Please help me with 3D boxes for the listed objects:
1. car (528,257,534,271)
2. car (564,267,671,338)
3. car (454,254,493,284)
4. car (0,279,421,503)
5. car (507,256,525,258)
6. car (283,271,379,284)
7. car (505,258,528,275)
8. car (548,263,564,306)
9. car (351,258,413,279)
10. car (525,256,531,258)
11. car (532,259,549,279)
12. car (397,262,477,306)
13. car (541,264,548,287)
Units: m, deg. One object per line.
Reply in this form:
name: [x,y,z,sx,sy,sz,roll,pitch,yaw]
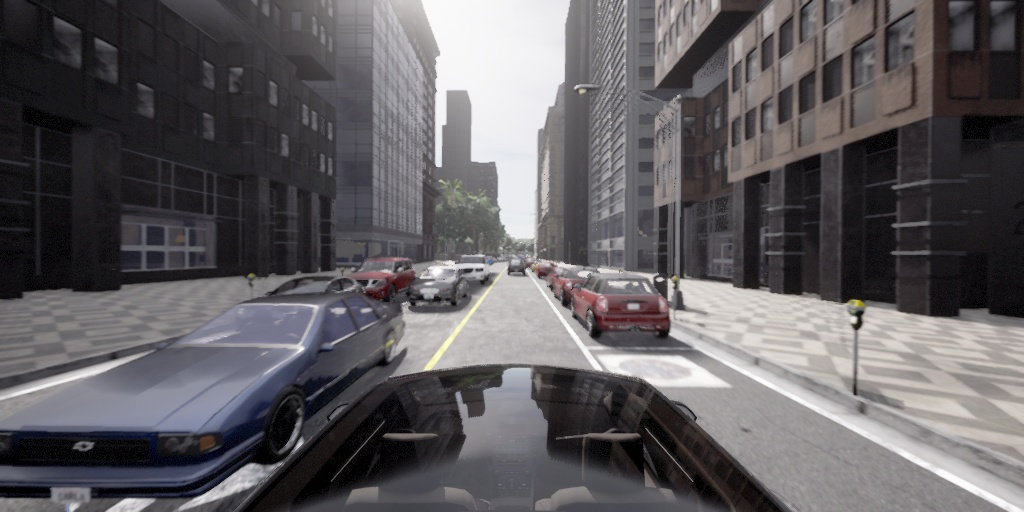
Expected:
car: [3.163,1.197,42.946,1.751,1.417,4.829,0,0,1]
car: [2.825,1.185,10.228,1.967,1.591,4.097,0,0,1]
car: [-2.849,0.896,26.057,2.150,2.045,5.566,0,0,1]
car: [-3.074,1.272,5.160,2.033,1.411,5.357,0,0,0]
car: [0.498,1.169,49.519,1.812,1.442,4.674,0,0,1]
car: [-5.700,1.263,10.319,1.948,1.339,4.313,0,0,1]
car: [0.443,1.193,37.108,1.812,1.442,4.674,0,0,0]
car: [2.881,1.171,15.653,1.967,1.591,4.097,0,0,1]
car: [-5.644,0.999,15.745,2.192,1.841,5.009,0,0,1]
car: [2.869,1.174,53.903,1.812,1.442,4.674,0,0,1]
car: [3.049,1.239,31.927,1.888,1.381,4.507,0,0,1]
car: [-2.976,1.191,15.427,2.128,1.511,4.902,0,0,1]
car: [2.937,1.300,21.077,1.802,1.307,4.207,0,0,1]
